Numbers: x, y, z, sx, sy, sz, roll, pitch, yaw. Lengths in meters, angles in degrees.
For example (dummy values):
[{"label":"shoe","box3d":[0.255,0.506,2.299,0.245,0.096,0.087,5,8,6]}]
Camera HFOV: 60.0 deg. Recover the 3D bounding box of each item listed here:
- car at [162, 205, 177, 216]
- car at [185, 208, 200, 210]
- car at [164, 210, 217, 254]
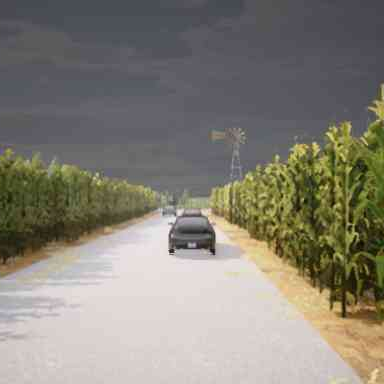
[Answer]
[{"label":"car","box3d":[-3.077,2.590,46.348,1.812,1.442,4.674,0,-1,0]},{"label":"car","box3d":[0.024,2.177,29.493,1.882,1.535,5.008,0,-1,0]},{"label":"car","box3d":[0.013,1.715,14.329,1.837,1.490,4.892,0,-1,0]}]
